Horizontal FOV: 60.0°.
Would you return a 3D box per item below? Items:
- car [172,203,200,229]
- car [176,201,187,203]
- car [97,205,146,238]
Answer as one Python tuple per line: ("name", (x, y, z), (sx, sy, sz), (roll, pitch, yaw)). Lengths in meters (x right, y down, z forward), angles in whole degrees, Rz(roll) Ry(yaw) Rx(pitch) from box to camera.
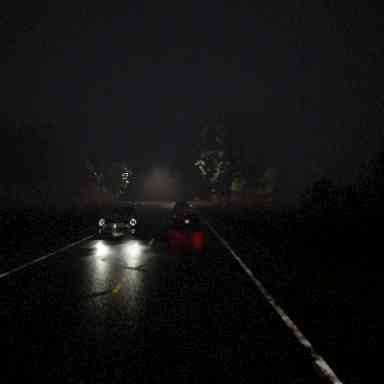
("car", (-0.406, 1.757, 23.817), (1.812, 1.442, 4.674), (0, -1, -2))
("car", (-1.311, 1.879, 41.286), (1.837, 1.490, 4.892), (0, -1, -4))
("car", (-3.836, 1.541, 18.742), (2.097, 1.767, 4.553), (0, -1, -2))
